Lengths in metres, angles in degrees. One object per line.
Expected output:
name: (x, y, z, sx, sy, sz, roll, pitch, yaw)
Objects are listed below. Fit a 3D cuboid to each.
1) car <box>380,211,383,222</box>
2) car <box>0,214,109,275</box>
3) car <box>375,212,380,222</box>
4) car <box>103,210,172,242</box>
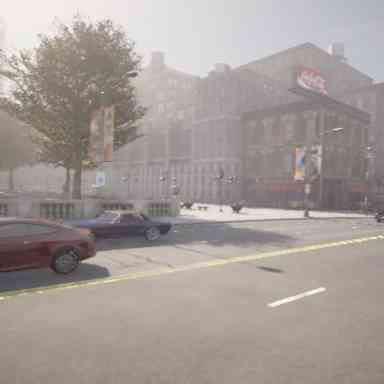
car: (16.216, 1.991, 24.357, 4.181, 1.385, 1.994, 2, 0, -28)
car: (-4.765, 1.354, 8.377, 4.674, 1.442, 1.812, 2, 0, -39)
car: (18.155, 2.037, 29.259, 4.181, 1.385, 1.994, 2, 0, -24)
car: (-3.276, 1.459, 14.122, 4.718, 1.301, 1.895, 2, 0, -40)
